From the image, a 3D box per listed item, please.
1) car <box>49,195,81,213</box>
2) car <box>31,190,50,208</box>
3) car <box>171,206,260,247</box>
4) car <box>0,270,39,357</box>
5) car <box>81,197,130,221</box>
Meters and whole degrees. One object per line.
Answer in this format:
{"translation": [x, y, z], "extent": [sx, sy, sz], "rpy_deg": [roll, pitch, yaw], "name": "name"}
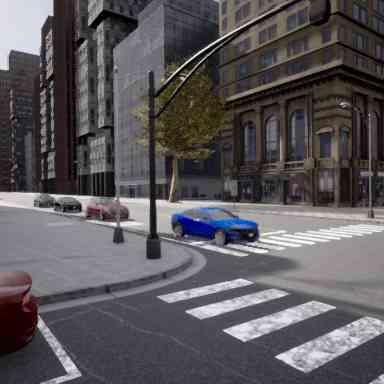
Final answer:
{"translation": [-13.098, 1.262, 34.892], "extent": [1.882, 1.535, 5.008], "rpy_deg": [-1, 1, -36], "name": "car"}
{"translation": [-19.165, 1.054, 43.320], "extent": [2.097, 1.767, 4.553], "rpy_deg": [-1, 1, -35], "name": "car"}
{"translation": [0.939, 1.456, 15.538], "extent": [1.882, 1.535, 5.008], "rpy_deg": [-1, 1, -36], "name": "car"}
{"translation": [-4.175, 1.545, 3.660], "extent": [4.507, 1.381, 1.887], "rpy_deg": [0, -1, -36], "name": "car"}
{"translation": [-6.642, 1.224, 25.986], "extent": [2.097, 1.767, 4.553], "rpy_deg": [-1, 1, -36], "name": "car"}
